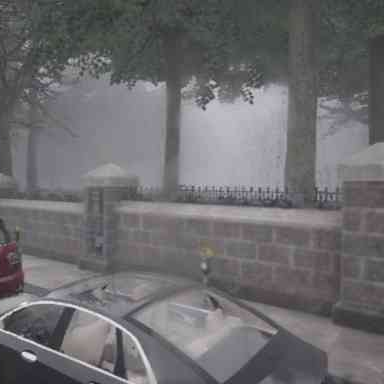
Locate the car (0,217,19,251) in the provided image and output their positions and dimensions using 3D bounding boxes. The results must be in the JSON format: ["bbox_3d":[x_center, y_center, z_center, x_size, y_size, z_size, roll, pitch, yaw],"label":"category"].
[{"bbox_3d":[-5.324,1.312,6.585,5.009,1.841,2.192,0,1,36],"label":"car"}]

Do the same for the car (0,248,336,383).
[{"bbox_3d":[-0.884,1.549,3.424,4.403,1.369,2.008,0,1,36],"label":"car"}]
